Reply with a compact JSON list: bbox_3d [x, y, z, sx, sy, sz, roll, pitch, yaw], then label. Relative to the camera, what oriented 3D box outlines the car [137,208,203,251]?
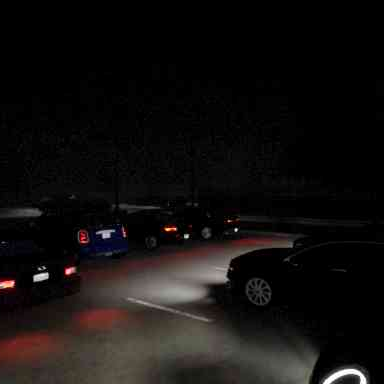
[{"bbox_3d":[-2.078,1.526,14.085,4.674,1.442,1.812,0,0,36],"label":"car"}]

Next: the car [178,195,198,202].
[{"bbox_3d":[-0.822,1.500,74.532,1.837,1.490,4.892,0,0,36],"label":"car"}]

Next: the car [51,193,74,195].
[{"bbox_3d":[-19.727,1.222,48.734,2.150,2.045,5.566,0,0,36],"label":"car"}]

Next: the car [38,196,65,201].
[{"bbox_3d":[-16.649,1.548,41.066,2.033,1.411,5.357,0,0,36],"label":"car"}]

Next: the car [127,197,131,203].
[{"bbox_3d":[-9.115,1.492,57.361,2.128,1.511,4.902,0,0,36],"label":"car"}]

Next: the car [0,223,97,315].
[{"bbox_3d":[-4.694,1.547,7.336,5.357,1.411,2.033,0,0,36],"label":"car"}]

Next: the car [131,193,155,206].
[{"bbox_3d":[-6.791,1.222,54.623,2.150,2.045,5.566,0,0,35],"label":"car"}]

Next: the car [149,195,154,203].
[{"bbox_3d":[-4.086,1.601,52.390,1.895,1.301,4.718,0,0,36],"label":"car"}]

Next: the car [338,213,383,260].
[{"bbox_3d":[8.008,1.547,11.173,5.357,1.411,2.033,0,0,36],"label":"car"}]

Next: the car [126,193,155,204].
[{"bbox_3d":[-9.626,1.223,62.568,2.150,2.045,5.566,0,0,37],"label":"car"}]

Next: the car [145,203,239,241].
[{"bbox_3d":[0.084,1.505,16.837,4.892,1.490,1.837,0,0,36],"label":"car"}]

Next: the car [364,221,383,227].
[{"bbox_3d":[5.088,1.526,8.954,4.674,1.442,1.812,0,0,36],"label":"car"}]

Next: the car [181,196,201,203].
[{"bbox_3d":[-0.162,1.595,69.519,1.895,1.301,4.718,0,0,36],"label":"car"}]

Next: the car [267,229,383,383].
[{"bbox_3d":[3.005,1.352,1.845,4.553,1.767,2.097,0,0,36],"label":"car"}]

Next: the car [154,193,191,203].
[{"bbox_3d":[-2.769,1.353,48.252,2.097,1.767,4.553,0,0,36],"label":"car"}]

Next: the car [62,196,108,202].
[{"bbox_3d":[-11.190,1.493,36.672,2.128,1.511,4.902,0,0,36],"label":"car"}]

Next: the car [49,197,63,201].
[{"bbox_3d":[-13.812,1.601,39.020,1.895,1.301,4.718,0,0,36],"label":"car"}]

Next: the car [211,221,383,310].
[{"bbox_3d":[2.969,1.505,6.177,4.892,1.490,1.837,0,0,36],"label":"car"}]

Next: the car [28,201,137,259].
[{"bbox_3d":[-4.340,1.352,11.396,4.553,1.767,2.097,0,0,36],"label":"car"}]

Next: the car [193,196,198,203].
[{"bbox_3d":[2.703,1.478,67.538,1.882,1.535,5.008,0,0,37],"label":"car"}]
